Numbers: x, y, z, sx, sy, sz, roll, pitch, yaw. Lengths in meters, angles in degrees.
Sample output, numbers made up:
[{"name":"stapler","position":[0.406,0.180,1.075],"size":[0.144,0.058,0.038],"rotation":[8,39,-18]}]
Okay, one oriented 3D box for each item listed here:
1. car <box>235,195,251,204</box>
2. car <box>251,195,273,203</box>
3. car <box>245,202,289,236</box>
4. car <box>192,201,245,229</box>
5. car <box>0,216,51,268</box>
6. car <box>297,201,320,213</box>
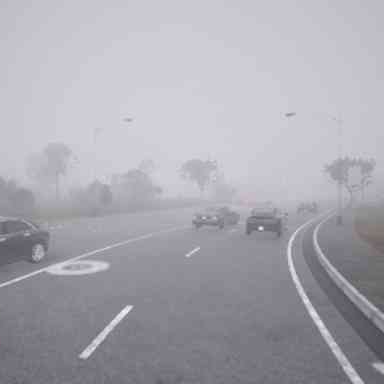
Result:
[{"name":"car","position":[8.127,1.207,50.919],"size":[2.097,1.767,4.553],"rotation":[1,1,28]},{"name":"car","position":[10.323,1.450,47.579],"size":[1.812,1.442,4.674],"rotation":[1,1,28]},{"name":"car","position":[4.350,1.578,19.011],"size":[1.837,1.490,4.892],"rotation":[0,0,21]},{"name":"car","position":[1.701,1.588,22.030],"size":[2.033,1.411,5.357],"rotation":[1,0,23]},{"name":"car","position":[-5.920,1.479,9.149],"size":[1.837,1.490,4.892],"rotation":[0,0,11]},{"name":"car","position":[13.319,1.682,37.755],"size":[1.895,1.301,4.718],"rotation":[1,1,27]}]
